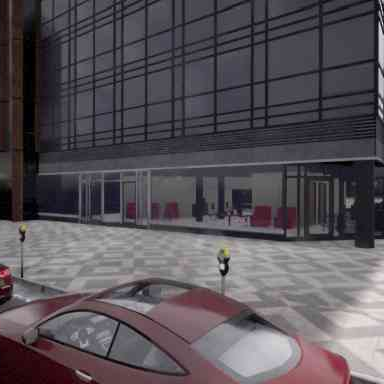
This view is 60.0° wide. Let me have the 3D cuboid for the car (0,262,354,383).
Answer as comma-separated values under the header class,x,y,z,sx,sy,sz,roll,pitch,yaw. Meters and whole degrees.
class,x,y,z,sx,sy,sz,roll,pitch,yaw
car,-0.593,1.582,3.377,4.206,1.307,1.802,0,0,35
